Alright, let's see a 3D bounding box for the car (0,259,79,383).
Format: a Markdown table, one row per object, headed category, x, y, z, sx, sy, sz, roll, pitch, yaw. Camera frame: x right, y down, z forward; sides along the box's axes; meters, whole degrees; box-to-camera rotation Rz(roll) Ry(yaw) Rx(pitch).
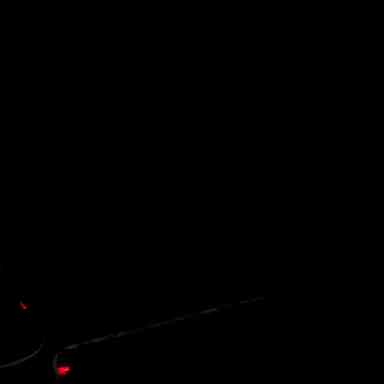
| category | x | y | z | sx | sy | sz | roll | pitch | yaw |
| --- | --- | --- | --- | --- | --- | --- | --- | --- | --- |
| car | -2.976 | 1.354 | 1.730 | 4.553 | 1.767 | 2.097 | 0 | 0 | -35 |
